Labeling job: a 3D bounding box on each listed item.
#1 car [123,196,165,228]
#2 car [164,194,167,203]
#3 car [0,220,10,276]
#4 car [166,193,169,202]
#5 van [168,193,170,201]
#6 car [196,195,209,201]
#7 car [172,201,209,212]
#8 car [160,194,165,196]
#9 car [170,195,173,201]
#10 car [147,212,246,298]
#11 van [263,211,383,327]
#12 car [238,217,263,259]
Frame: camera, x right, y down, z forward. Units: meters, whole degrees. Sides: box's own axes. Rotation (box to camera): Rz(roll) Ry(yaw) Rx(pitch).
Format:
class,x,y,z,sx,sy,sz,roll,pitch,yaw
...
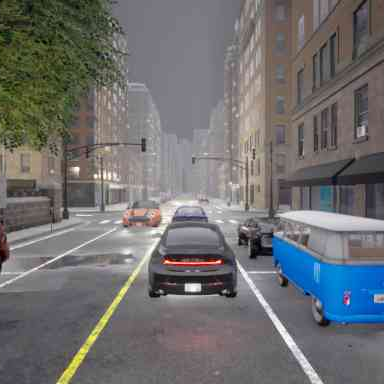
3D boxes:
class,x,y,z,sx,sy,sz,roll,pitch,yaw
car,-3.161,1.342,21.937,2.097,1.767,4.553,0,0,0
car,-6.129,1.513,61.256,1.887,1.381,4.507,0,0,0
car,-5.714,1.314,6.667,2.192,1.841,5.009,0,0,0
car,-6.170,1.513,66.707,1.887,1.381,4.507,0,0,0
van,-6.212,1.310,72.157,1.690,1.788,3.998,0,0,0
car,2.353,1.409,66.807,1.967,1.590,4.097,0,0,0
car,-0.099,1.472,18.010,1.882,1.535,5.008,0,0,0
car,-6.087,1.520,55.805,2.008,1.369,4.403,0,0,0
car,-6.253,1.521,77.608,2.008,1.369,4.403,0,0,0
car,0.011,1.503,8.514,1.837,1.490,4.892,0,0,0
van,2.810,1.340,6.772,1.690,1.788,3.998,0,0,0
car,2.767,1.563,12.432,1.947,1.339,4.313,0,0,0
